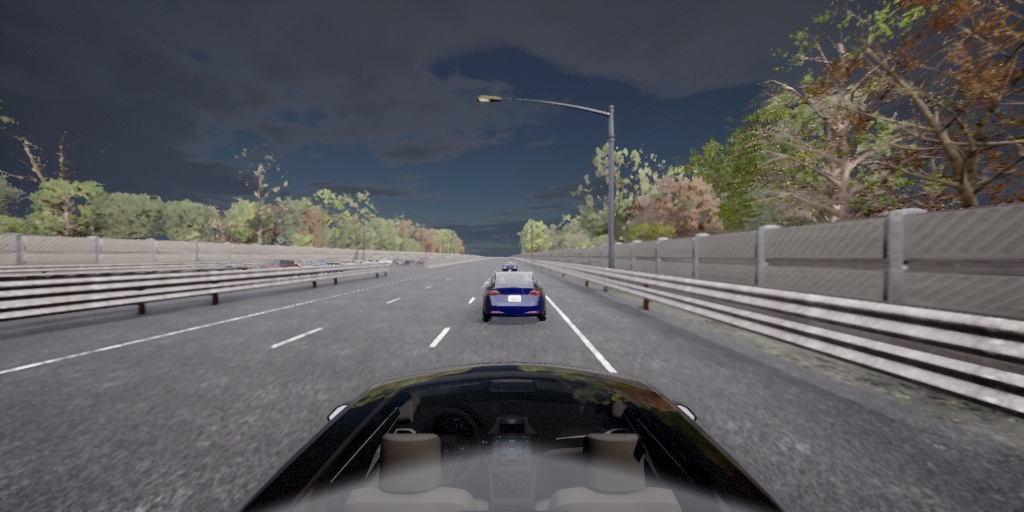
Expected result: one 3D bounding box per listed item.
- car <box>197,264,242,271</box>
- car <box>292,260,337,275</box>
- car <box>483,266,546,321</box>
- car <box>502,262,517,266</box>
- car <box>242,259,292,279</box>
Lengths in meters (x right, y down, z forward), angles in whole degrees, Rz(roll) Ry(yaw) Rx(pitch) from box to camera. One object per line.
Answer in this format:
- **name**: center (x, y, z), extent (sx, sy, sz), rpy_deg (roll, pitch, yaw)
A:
- **car**: center (-24.835, 1.358, 31.342), extent (1.895, 1.301, 4.718), rpy_deg (0, 0, 0)
- **car**: center (-17.840, 1.234, 33.428), extent (1.882, 1.535, 5.008), rpy_deg (0, 0, 0)
- **car**: center (0.065, 1.255, 12.551), extent (2.163, 1.488, 4.792), rpy_deg (0, 0, 0)
- **car**: center (-0.289, 1.361, 43.479), extent (1.895, 1.301, 4.718), rpy_deg (0, 0, -1)
- **car**: center (-21.342, 1.109, 32.323), extent (2.097, 1.767, 4.553), rpy_deg (0, 0, 0)
